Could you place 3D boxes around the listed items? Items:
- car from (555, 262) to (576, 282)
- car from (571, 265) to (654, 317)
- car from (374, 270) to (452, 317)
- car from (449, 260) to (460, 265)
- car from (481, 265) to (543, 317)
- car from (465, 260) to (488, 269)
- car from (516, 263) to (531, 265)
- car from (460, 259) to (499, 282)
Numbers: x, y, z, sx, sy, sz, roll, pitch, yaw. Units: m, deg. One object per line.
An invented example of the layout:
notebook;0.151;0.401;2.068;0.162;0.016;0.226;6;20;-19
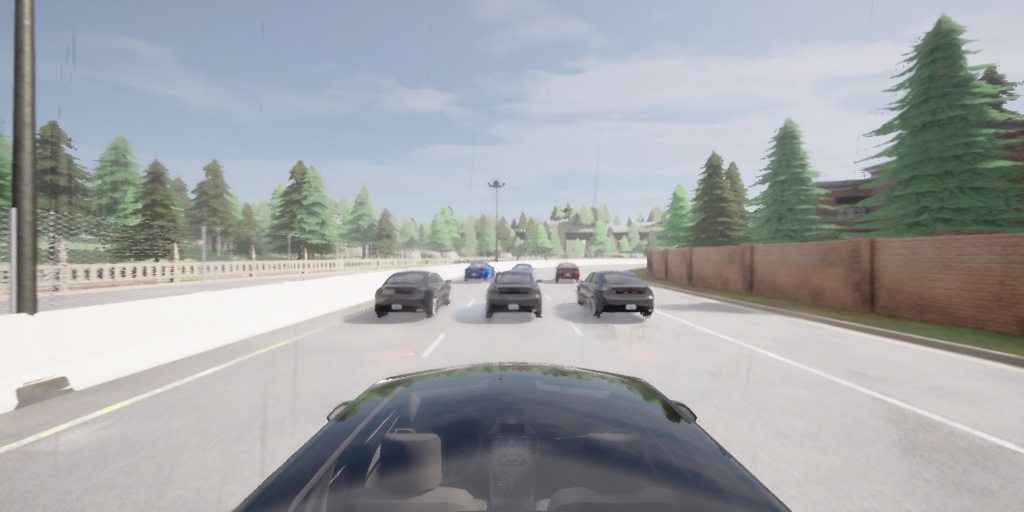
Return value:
car;4.510;1.243;29.229;1.882;1.535;5.008;0;0;7
car;3.581;1.263;13.129;1.837;1.490;4.892;0;0;1
car;-3.419;1.263;13.140;1.837;1.490;4.892;0;0;1
car;-8.846;1.347;59.862;1.994;1.385;4.181;0;0;22
car;0.081;1.263;13.144;1.837;1.490;4.892;0;0;1
car;-5.689;1.346;58.324;1.994;1.385;4.181;0;0;23
car;0.924;1.291;28.785;1.812;1.442;4.674;0;0;7
car;-2.515;1.243;29.411;1.882;1.535;5.008;0;0;7
